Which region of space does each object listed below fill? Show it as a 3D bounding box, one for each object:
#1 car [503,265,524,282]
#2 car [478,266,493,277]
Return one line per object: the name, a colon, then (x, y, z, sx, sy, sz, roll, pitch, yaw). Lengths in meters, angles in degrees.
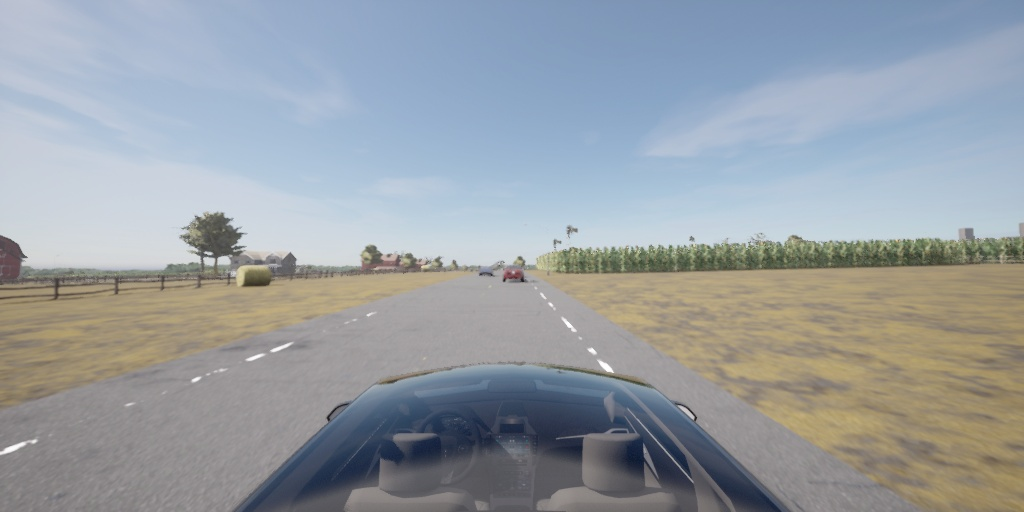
car: (0.130, 1.652, 36.321, 2.097, 1.767, 4.553, 0, -1, 0)
car: (-3.549, 2.132, 49.740, 2.033, 1.411, 5.357, 0, -1, 0)
